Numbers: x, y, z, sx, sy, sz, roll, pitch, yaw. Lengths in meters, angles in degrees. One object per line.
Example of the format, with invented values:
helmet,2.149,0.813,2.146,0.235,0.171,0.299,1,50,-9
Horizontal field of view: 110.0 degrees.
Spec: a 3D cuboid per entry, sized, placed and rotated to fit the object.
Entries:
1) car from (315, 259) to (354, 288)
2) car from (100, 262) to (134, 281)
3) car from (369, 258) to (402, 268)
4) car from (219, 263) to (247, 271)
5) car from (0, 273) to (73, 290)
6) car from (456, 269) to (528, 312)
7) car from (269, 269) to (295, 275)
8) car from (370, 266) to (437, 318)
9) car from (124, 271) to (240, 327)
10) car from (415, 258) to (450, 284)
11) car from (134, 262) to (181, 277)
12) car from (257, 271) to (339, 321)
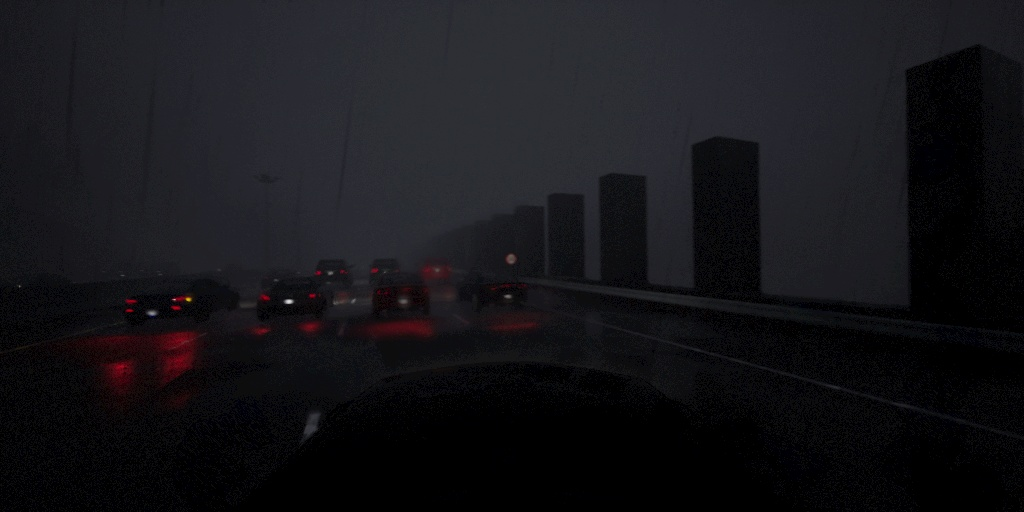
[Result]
car,-12.927,1.248,26.184,2.150,2.045,5.566,-1,0,-21
car,-46.316,1.802,42.970,2.150,2.045,5.566,-1,0,-23
car,-9.656,1.204,27.426,2.150,2.045,5.566,-1,0,-21
car,-36.743,1.805,47.233,2.097,1.767,4.553,-1,0,-23
car,-30.620,1.804,22.857,1.812,1.442,4.674,-1,0,-22
car,-1.010,1.287,14.915,1.882,1.535,5.008,-1,0,-21
car,-16.672,1.647,26.215,1.994,1.385,4.181,-1,0,-21
car,-4.363,1.334,13.883,1.882,1.535,5.008,-1,0,-21
car,-11.398,1.483,12.690,1.812,1.442,4.674,-1,0,-21
car,-6.396,1.159,28.700,2.150,2.045,5.566,-1,0,-21
car,-42.886,1.752,43.888,2.150,2.045,5.566,-1,0,-22
car,-7.984,1.474,13.566,1.994,1.385,4.181,-1,0,-21
